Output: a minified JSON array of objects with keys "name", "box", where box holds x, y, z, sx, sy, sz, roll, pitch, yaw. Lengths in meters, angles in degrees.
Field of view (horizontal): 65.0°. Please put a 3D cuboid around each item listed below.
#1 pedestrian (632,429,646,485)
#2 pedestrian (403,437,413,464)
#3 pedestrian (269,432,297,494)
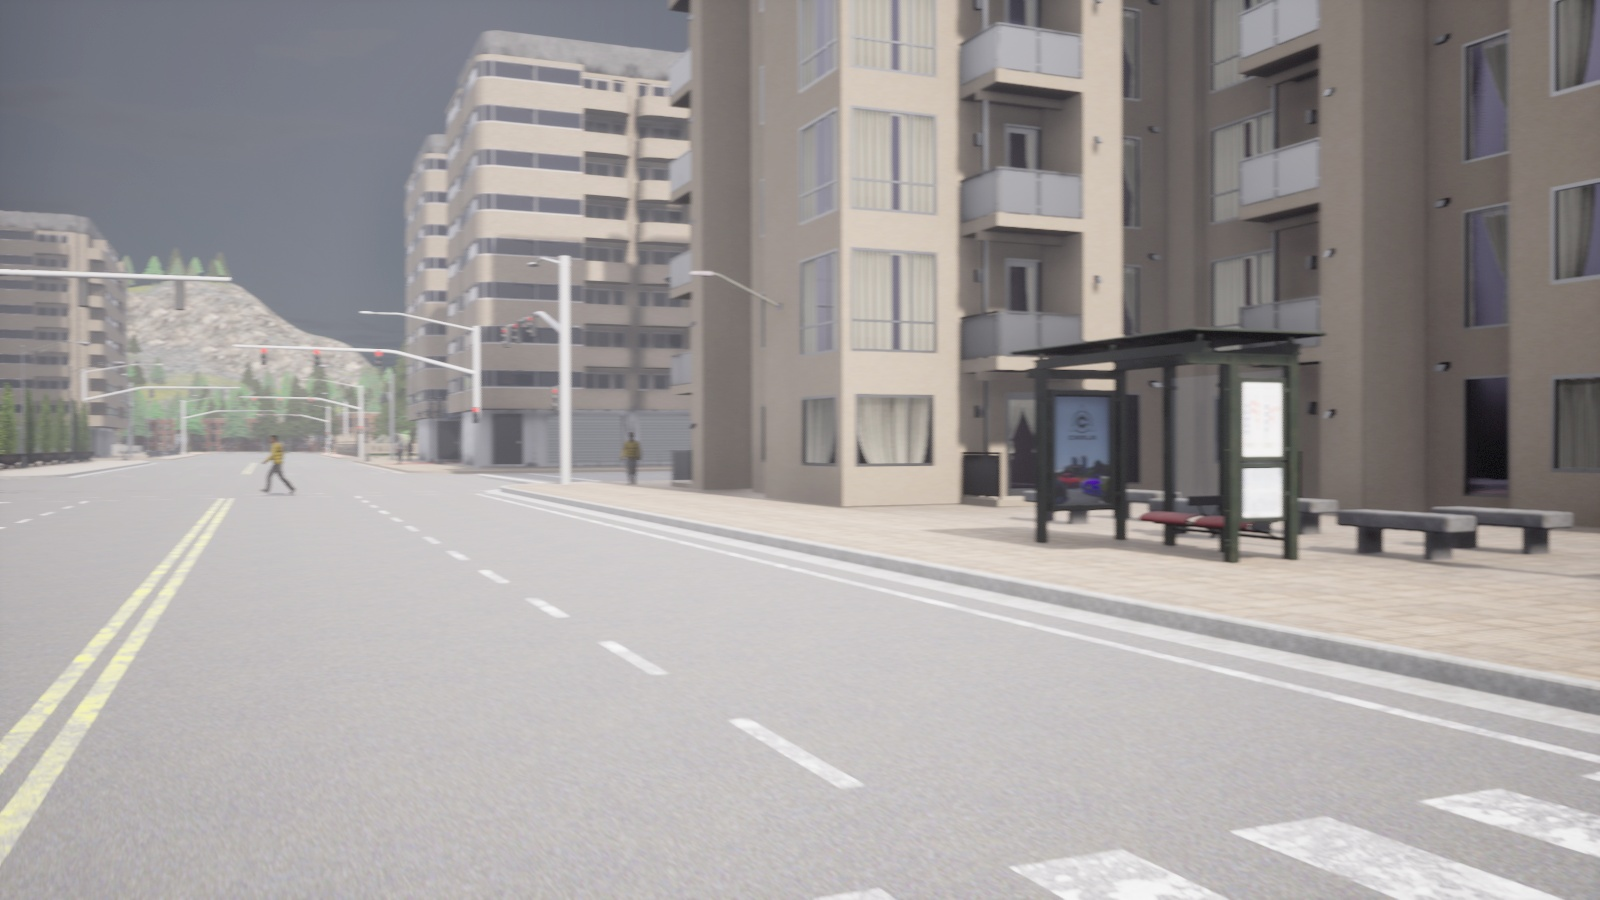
[{"name":"pedestrian","box":[-5.306,0.226,41.349,0.431,1.840,0.709,0,0,-4]},{"name":"pedestrian","box":[-26.532,0.017,85.001,0.540,1.848,0.694,0,0,-22]},{"name":"pedestrian","box":[-15.439,0.378,37.516,0.709,1.840,0.431,0,0,-16]}]
